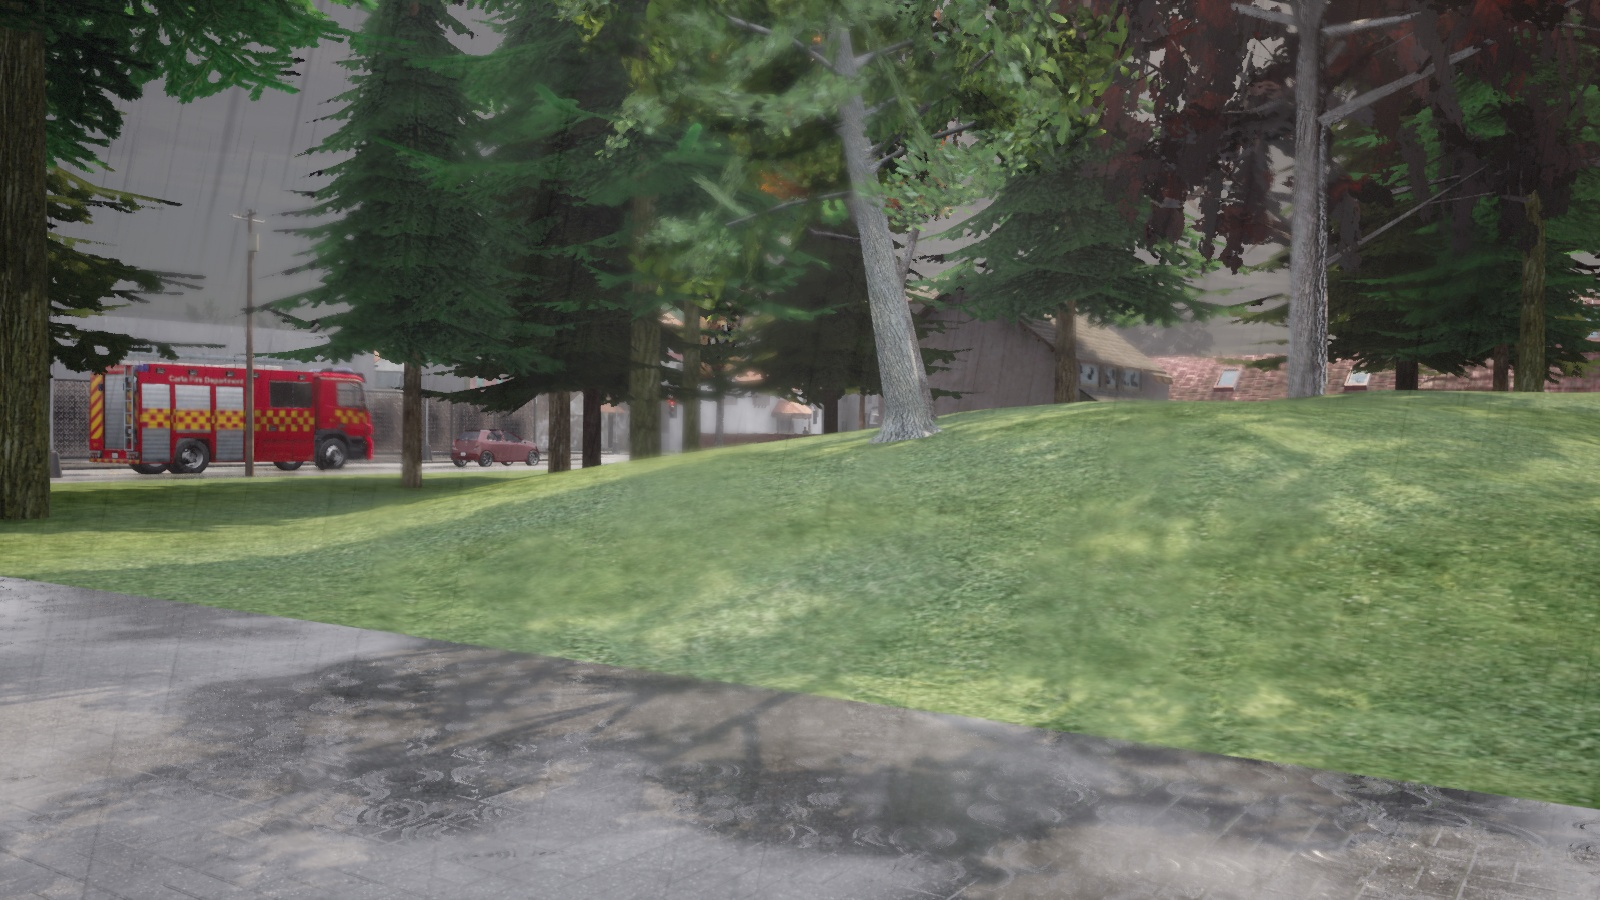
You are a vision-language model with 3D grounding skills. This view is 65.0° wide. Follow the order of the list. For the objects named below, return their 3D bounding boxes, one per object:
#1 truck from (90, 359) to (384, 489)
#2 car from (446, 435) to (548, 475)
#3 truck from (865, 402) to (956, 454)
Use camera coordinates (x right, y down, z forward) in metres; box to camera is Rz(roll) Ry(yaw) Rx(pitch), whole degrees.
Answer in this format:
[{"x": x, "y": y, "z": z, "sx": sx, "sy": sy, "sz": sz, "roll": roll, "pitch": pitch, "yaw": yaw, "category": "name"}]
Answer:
[{"x": -18.100, "y": -0.831, "z": 41.094, "sx": 2.891, "sy": 3.827, "sz": 8.468, "roll": 0, "pitch": 1, "yaw": 34, "category": "truck"}, {"x": -12.067, "y": 0.169, "z": 50.173, "sx": 1.845, "sy": 1.501, "sz": 3.633, "roll": 0, "pitch": 1, "yaw": 33, "category": "car"}, {"x": 7.773, "y": -1.513, "z": 87.329, "sx": 2.891, "sy": 3.462, "sz": 7.936, "roll": 0, "pitch": 1, "yaw": 33, "category": "truck"}]
